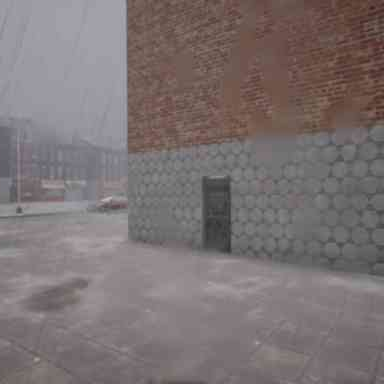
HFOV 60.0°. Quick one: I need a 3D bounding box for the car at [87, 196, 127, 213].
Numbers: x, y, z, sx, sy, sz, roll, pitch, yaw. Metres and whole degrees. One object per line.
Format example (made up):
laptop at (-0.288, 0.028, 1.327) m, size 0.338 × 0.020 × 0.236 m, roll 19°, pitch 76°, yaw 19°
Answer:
car at (-7.466, 1.118, 30.709) m, size 1.812 × 1.442 × 4.674 m, roll -1°, pitch 0°, yaw 35°
